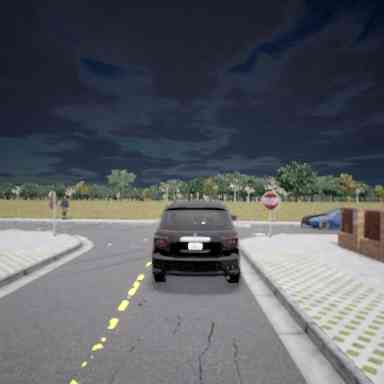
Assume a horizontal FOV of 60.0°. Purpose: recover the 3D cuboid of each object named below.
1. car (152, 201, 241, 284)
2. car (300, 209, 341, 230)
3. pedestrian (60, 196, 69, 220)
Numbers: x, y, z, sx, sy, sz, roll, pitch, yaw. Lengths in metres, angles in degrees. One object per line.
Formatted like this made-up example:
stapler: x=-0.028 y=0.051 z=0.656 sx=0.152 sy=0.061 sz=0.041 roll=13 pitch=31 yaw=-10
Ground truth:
car: x=0.202 y=1.282 z=9.962 sx=2.150 sy=2.045 sz=5.566 roll=0 pitch=0 yaw=3
car: x=10.272 y=1.831 z=22.582 sx=5.357 sy=1.411 sz=2.033 roll=1 pitch=-1 yaw=0
pedestrian: x=-9.714 y=1.210 z=25.359 sx=0.375 sy=1.860 sz=0.375 roll=0 pitch=-1 yaw=0
